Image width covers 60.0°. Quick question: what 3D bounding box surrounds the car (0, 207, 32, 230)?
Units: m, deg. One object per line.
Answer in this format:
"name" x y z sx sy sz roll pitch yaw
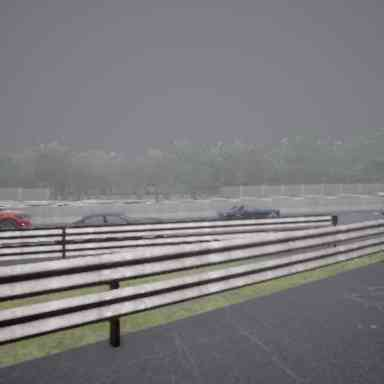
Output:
"car" -12.747 1.564 19.974 5.566 2.045 2.150 -1 0 -18

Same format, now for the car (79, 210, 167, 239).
"car" -3.980 1.793 19.103 4.718 1.301 1.895 -1 0 -18

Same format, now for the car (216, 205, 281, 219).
"car" 4.375 1.615 25.450 4.718 1.301 1.895 -1 0 -18

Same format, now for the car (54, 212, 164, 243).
"car" -3.787 1.681 15.489 5.008 1.535 1.882 -1 0 -18

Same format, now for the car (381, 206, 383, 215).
"car" 17.406 1.329 25.943 5.357 1.411 2.033 -1 0 -18
